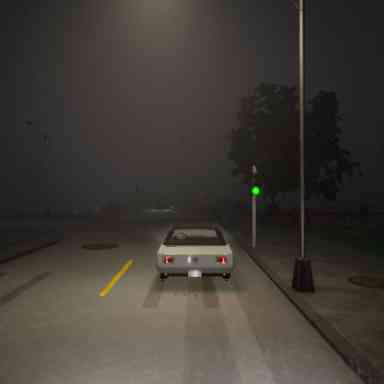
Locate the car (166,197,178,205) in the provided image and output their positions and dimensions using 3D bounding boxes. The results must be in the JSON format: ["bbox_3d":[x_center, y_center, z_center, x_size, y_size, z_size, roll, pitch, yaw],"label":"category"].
[{"bbox_3d":[-3.994,1.715,66.493,2.033,1.411,5.357,0,0,0],"label":"car"}]

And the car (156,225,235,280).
[{"bbox_3d":[0.082,1.626,9.992,1.895,1.301,4.718,0,0,0],"label":"car"}]

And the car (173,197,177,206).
[{"bbox_3d":[-4.067,1.689,56.152,2.033,1.411,5.357,0,0,0],"label":"car"}]

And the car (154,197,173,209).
[{"bbox_3d":[-4.092,1.622,46.455,1.837,1.490,4.892,0,0,0],"label":"car"}]

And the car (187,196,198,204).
[{"bbox_3d":[0.105,1.518,66.097,2.097,1.767,4.553,0,0,0],"label":"car"}]
